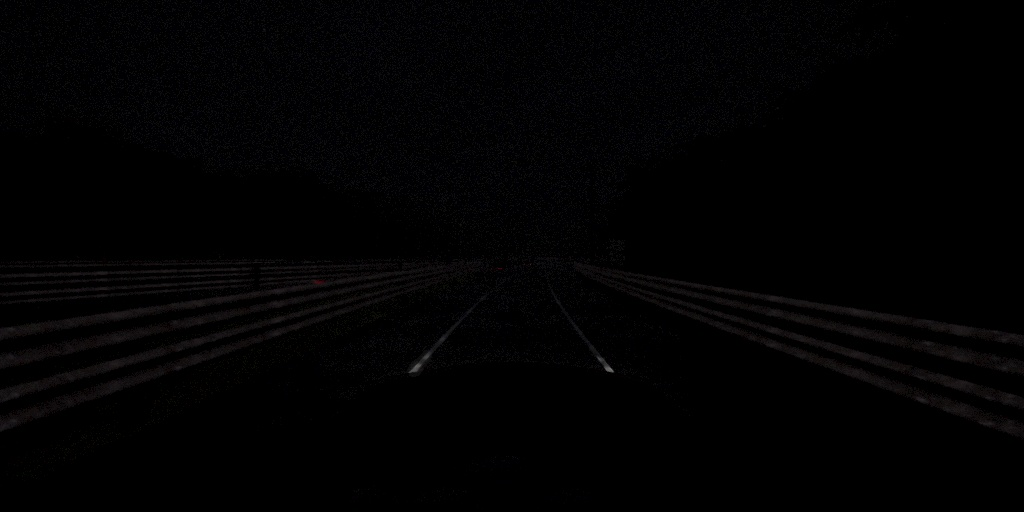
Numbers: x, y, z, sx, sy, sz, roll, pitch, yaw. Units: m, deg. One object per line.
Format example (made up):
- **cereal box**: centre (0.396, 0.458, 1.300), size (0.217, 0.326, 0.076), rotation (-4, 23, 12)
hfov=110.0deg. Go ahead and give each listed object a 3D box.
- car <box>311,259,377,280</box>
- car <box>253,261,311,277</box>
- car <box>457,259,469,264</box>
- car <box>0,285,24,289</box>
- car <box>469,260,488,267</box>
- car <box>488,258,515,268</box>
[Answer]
- **car**: centre (-12.833, 1.058, 28.369), size (1.882, 1.535, 5.008), rotation (0, 0, 19)
- **car**: centre (-16.796, 1.103, 27.621), size (2.033, 1.411, 5.357), rotation (0, 0, 19)
- **car**: centre (-8.318, 1.207, 62.723), size (1.812, 1.442, 4.674), rotation (0, 0, 19)
- **car**: centre (-24.689, 1.015, 15.547), size (1.994, 1.385, 4.181), rotation (1, 0, 19)
- **car**: centre (-5.005, 1.297, 61.600), size (1.895, 1.301, 4.718), rotation (0, 0, 19)
- **car**: centre (-1.705, 1.065, 60.428), size (2.097, 1.767, 4.553), rotation (0, 0, 19)
